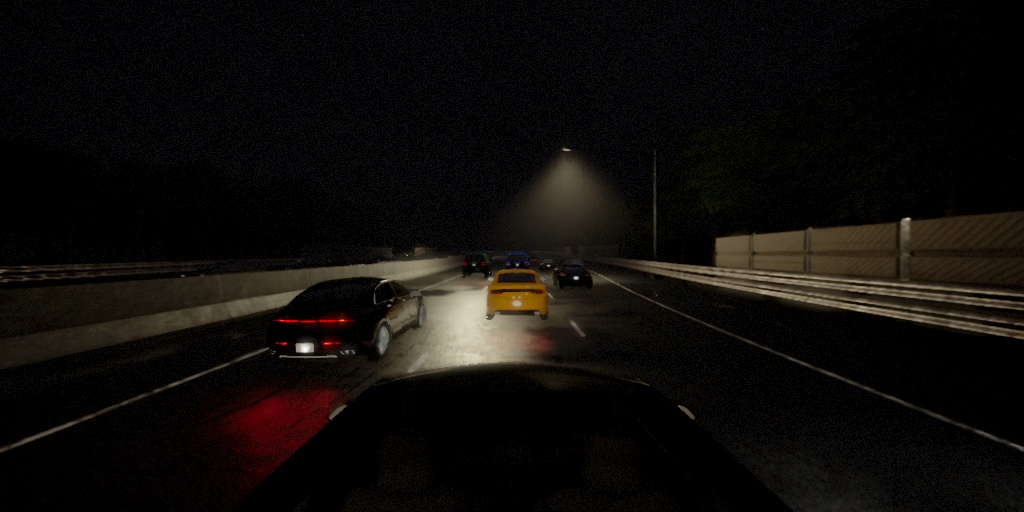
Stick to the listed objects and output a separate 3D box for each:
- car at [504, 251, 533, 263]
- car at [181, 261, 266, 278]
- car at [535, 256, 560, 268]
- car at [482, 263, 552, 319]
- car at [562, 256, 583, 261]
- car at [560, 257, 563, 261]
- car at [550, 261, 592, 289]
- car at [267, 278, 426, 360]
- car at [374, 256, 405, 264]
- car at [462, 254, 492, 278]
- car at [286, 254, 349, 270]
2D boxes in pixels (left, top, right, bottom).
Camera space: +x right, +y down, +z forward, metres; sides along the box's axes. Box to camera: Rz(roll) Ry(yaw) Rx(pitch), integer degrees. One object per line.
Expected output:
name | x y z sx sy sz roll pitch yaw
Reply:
car | 0.501 0.796 31.961 2.150 2.045 5.566 0 1 1
car | -20.831 1.190 26.010 2.033 1.411 5.357 0 0 1
car | 4.122 1.015 41.981 1.994 1.385 4.181 0 1 1
car | 0.171 1.195 12.674 1.882 1.535 5.008 0 0 0
car | 7.499 0.990 42.298 2.033 1.411 5.357 0 1 3
car | 7.854 0.783 52.476 1.837 1.490 4.892 0 1 1
car | 3.706 1.224 22.510 1.994 1.385 4.181 0 0 1
car | -3.365 1.243 8.271 1.837 1.490 4.892 0 0 0
car | -16.797 0.948 49.481 1.895 1.301 4.718 0 1 2
car | -3.006 0.801 31.659 2.150 2.045 5.566 0 1 1
car | -13.832 0.862 25.831 2.150 2.045 5.566 0 0 1
